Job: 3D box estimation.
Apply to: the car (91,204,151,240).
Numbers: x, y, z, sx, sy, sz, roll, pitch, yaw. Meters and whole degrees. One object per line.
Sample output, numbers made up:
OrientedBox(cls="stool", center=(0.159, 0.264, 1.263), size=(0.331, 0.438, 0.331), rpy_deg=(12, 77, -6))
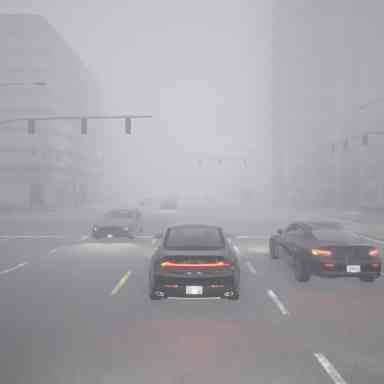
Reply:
OrientedBox(cls="car", center=(-3.598, 1.547, 17.243), size=(2.033, 1.411, 5.357), rpy_deg=(0, 0, 0))

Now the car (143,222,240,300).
OrientedBox(cls="car", center=(0.059, 1.505, 8.366), size=(1.837, 1.490, 4.892), rpy_deg=(0, 0, 0))

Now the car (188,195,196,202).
OrientedBox(cls="car", center=(0.009, 1.364, 73.874), size=(2.128, 1.511, 4.902), rpy_deg=(0, 0, 0))

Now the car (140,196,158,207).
OrientedBox(cls="car", center=(-7.089, 1.547, 52.885), size=(2.033, 1.411, 5.357), rpy_deg=(0, 0, 0))

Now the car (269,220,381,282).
OrientedBox(cls="car", center=(3.565, 1.526, 9.622), size=(1.812, 1.442, 4.674), rpy_deg=(0, 0, 0))

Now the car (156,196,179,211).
OrientedBox(cls="car", center=(-3.021, 1.564, 40.817), size=(1.994, 1.385, 4.181), rpy_deg=(0, 0, -9))

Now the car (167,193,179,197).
OrientedBox(cls="car", center=(-3.571, 1.220, 59.720), size=(2.150, 2.045, 5.566), rpy_deg=(0, 0, 0))

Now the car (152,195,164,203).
OrientedBox(cls="car", center=(-6.995, 1.473, 68.386), size=(1.882, 1.535, 5.008), rpy_deg=(0, 1, 0))

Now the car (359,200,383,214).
OrientedBox(cls="car", center=(20.850, 1.547, 35.482), size=(5.357, 1.411, 2.033), rpy_deg=(0, 0, 1))

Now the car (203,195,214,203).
OrientedBox(cls="car", center=(3.551, 1.502, 71.109), size=(1.837, 1.490, 4.892), rpy_deg=(0, 0, 0))

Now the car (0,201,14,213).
OrientedBox(cls="car", center=(-21.623, 1.564, 35.962), size=(4.181, 1.385, 1.994), rpy_deg=(0, 0, 0))
